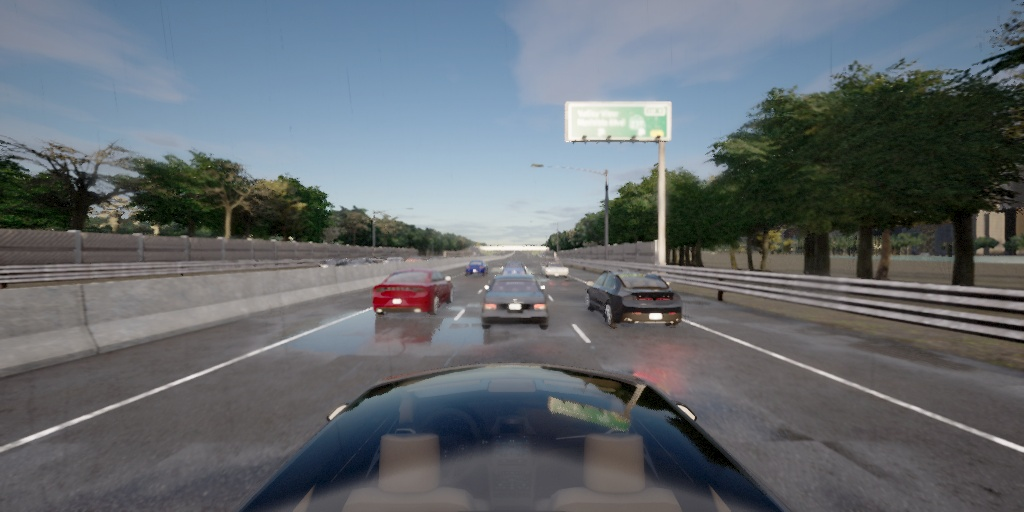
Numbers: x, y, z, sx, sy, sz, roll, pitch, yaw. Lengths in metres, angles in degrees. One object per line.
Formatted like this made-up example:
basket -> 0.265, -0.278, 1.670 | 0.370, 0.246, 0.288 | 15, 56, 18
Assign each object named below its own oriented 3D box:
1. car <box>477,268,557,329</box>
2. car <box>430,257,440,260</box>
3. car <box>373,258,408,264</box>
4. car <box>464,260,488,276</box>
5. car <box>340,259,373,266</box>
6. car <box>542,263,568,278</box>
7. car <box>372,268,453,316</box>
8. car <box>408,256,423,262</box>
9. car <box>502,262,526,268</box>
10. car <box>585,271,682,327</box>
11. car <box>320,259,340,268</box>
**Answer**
car -> 0.088, 1.261, 11.110 | 2.033, 1.411, 5.357 | 0, 0, 0
car -> -13.629, 0.983, 62.796 | 1.837, 1.490, 4.892 | 0, 0, 1
car -> -13.928, 1.137, 41.409 | 1.994, 1.385, 4.181 | 0, 0, 1
car -> -3.295, 1.135, 34.085 | 1.812, 1.442, 4.674 | 0, 0, 0
car -> -17.431, 1.080, 41.276 | 1.837, 1.490, 4.892 | 0, 0, 1
car -> 3.686, 1.223, 31.543 | 1.895, 1.301, 4.718 | 0, 0, 0
car -> -3.400, 1.183, 13.135 | 1.882, 1.535, 5.008 | 0, 0, 0
car -> -17.123, 0.827, 62.857 | 2.097, 1.767, 4.553 | 0, 0, 1
car -> 0.158, 1.185, 28.126 | 2.033, 1.411, 5.357 | 0, 0, 1
car -> 3.588, 1.222, 11.334 | 1.837, 1.490, 4.892 | 0, 1, 0
car -> -20.915, 1.057, 42.729 | 2.128, 1.511, 4.902 | 0, 0, 1
